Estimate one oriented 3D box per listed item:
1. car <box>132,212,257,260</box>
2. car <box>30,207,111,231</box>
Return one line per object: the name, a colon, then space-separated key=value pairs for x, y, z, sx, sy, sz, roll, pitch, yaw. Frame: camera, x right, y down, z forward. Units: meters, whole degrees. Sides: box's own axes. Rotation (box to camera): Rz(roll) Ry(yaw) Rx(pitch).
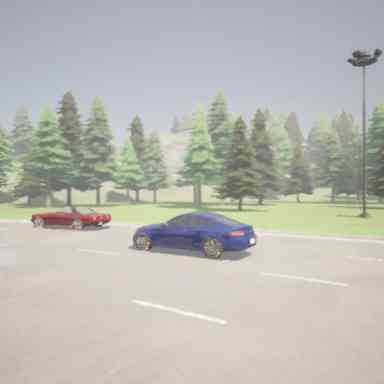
car: x=-0.010 y=1.448 z=12.048 sx=4.674 sy=1.442 sz=1.812 roll=0 pitch=0 yaw=31
car: x=-7.289 y=1.515 z=19.851 sx=4.718 sy=1.301 sz=1.895 roll=0 pitch=0 yaw=23
